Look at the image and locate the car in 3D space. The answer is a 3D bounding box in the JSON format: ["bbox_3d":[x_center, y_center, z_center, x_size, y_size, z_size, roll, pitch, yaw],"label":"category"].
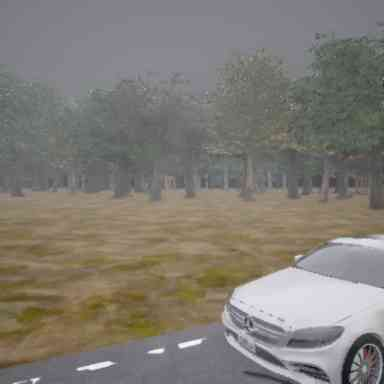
[{"bbox_3d":[2.625,1.382,4.803,4.674,1.442,1.812,0,-1,-29],"label":"car"}]
